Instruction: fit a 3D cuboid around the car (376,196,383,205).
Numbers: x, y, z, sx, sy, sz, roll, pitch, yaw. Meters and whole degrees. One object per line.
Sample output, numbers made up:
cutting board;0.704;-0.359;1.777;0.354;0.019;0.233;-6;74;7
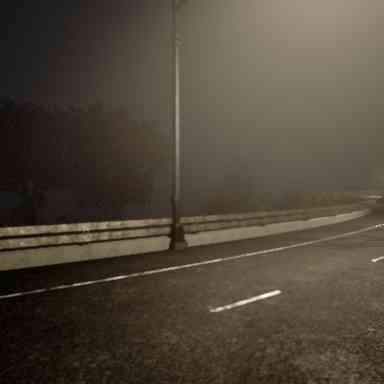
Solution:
car;36.647;1.569;63.178;1.882;1.535;5.008;0;0;14
